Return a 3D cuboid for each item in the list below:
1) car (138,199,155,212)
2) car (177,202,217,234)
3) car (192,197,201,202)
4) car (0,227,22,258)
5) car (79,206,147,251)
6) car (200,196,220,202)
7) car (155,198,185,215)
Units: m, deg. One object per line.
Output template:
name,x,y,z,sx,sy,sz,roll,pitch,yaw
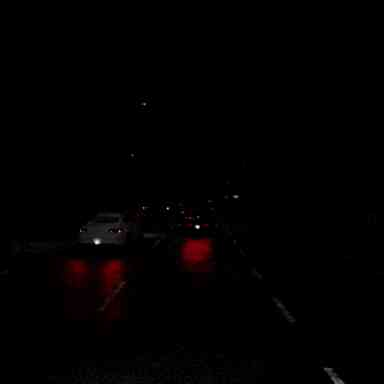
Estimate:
car,-5.329,1.570,40.595,1.837,1.490,4.892,0,0,5
car,0.385,1.543,19.579,1.837,1.490,4.892,0,0,2
car,1.123,1.749,66.866,2.033,1.411,5.357,0,0,8
car,-6.904,1.458,9.662,1.882,1.535,5.008,0,0,1
car,-3.299,1.533,14.104,1.812,1.442,4.674,0,0,2
car,2.949,1.649,53.462,2.128,1.511,4.902,0,0,6
car,-2.255,1.625,35.062,1.994,1.385,4.181,0,0,4
